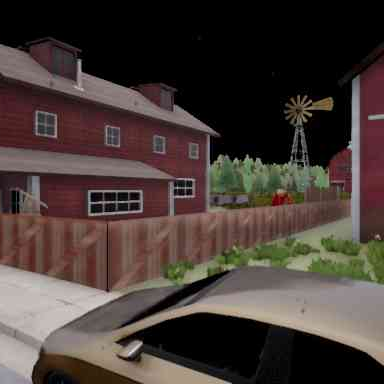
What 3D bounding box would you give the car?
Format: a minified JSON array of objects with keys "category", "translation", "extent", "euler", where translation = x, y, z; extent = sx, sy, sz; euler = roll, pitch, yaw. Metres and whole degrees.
[{"category":"car","translation":[0.425,1.451,2.917],"extent":[4.193,1.474,1.816],"euler":[0,6,33]}]
